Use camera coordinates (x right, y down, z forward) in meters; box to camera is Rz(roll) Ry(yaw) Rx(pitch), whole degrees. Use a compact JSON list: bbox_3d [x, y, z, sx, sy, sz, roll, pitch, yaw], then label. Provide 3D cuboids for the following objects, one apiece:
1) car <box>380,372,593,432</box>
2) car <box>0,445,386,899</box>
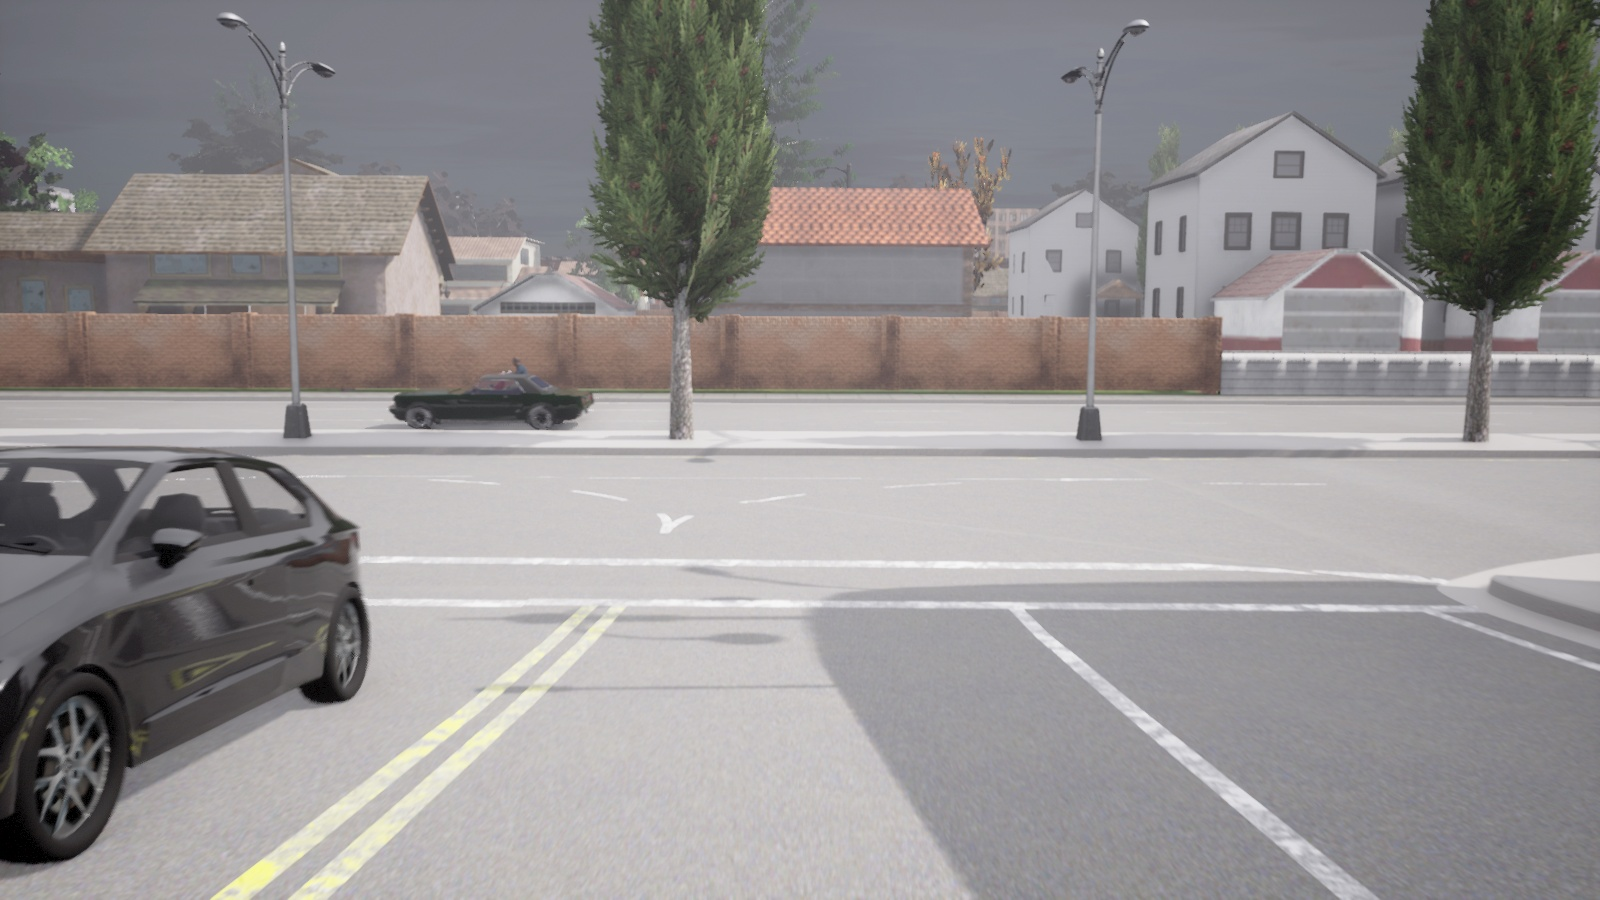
[{"bbox_3d":[-7.559,-1.187,30.614,4.718,1.301,1.895,0,6,-1],"label":"car"},{"bbox_3d":[-3.432,0.724,5.572,1.816,1.474,4.193,0,0,0],"label":"car"}]
